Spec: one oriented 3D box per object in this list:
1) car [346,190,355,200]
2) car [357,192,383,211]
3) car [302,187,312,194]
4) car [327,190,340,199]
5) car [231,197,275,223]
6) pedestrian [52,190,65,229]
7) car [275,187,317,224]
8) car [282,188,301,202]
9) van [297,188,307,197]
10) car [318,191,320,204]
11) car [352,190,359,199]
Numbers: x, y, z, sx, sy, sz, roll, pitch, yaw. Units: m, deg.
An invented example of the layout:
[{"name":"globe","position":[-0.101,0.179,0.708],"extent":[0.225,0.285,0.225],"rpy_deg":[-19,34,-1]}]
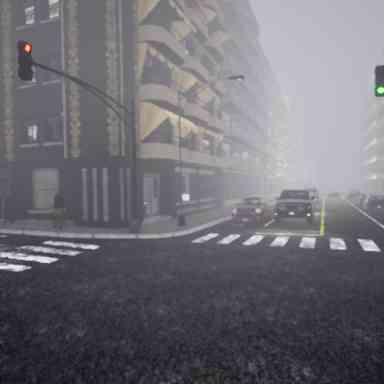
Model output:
[{"name":"car","position":[24.166,0.361,49.687],"extent":[1.967,1.590,4.097],"rpy_deg":[-1,1,22]},{"name":"car","position":[15.815,0.896,28.741],"extent":[2.008,1.369,4.403],"rpy_deg":[-1,1,22]},{"name":"car","position":[30.999,-0.429,89.453],"extent":[2.192,1.841,5.009],"rpy_deg":[-1,1,22]},{"name":"car","position":[24.234,0.384,56.843],"extent":[1.994,1.385,4.181],"rpy_deg":[-1,1,22]},{"name":"car","position":[3.856,1.079,21.377],"extent":[1.967,1.590,4.097],"rpy_deg":[-1,1,22]},{"name":"pedestrian","position":[-6.139,0.789,15.264],"extent":[0.375,1.860,0.375],"rpy_deg":[-1,0,21]},{"name":"car","position":[6.705,0.812,21.527],"extent":[2.150,2.045,5.566],"rpy_deg":[-1,1,22]},{"name":"car","position":[14.293,0.423,47.559],"extent":[2.192,1.841,5.009],"rpy_deg":[-1,1,22]},{"name":"van","position":[22.648,0.024,68.506],"extent":[1.690,1.788,3.998],"rpy_deg":[-1,1,22]},{"name":"car","position":[14.435,0.420,40.880],"extent":[2.150,2.045,5.566],"rpy_deg":[-1,1,22]},{"name":"car","position":[17.903,0.784,33.977],"extent":[1.887,1.381,4.507],"rpy_deg":[-1,1,22]}]
